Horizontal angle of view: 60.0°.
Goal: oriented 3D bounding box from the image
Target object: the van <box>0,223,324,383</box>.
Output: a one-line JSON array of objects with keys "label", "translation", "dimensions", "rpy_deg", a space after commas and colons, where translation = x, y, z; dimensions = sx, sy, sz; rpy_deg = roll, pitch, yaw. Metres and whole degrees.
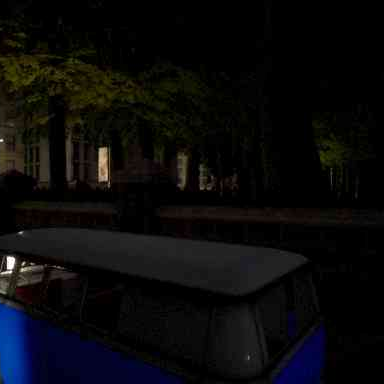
[{"label": "van", "translation": [-0.749, 1.341, 3.395], "dimensions": [3.998, 1.788, 1.690], "rpy_deg": [0, 0, 36]}]
